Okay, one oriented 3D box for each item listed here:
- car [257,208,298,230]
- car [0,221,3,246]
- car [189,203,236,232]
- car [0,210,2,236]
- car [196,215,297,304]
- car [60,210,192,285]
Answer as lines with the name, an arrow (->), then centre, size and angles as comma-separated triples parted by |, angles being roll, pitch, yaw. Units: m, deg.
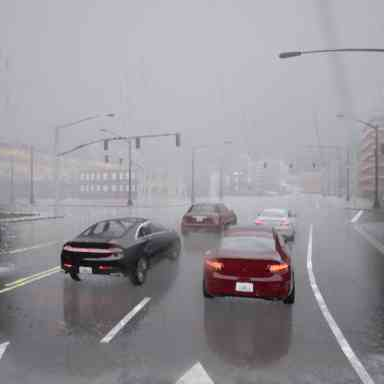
car -> 4.203, 1.522, 16.582 | 1.812, 1.442, 4.674 | 0, 0, 20
car -> -8.792, 1.350, 11.130 | 2.097, 1.767, 4.553 | 0, 0, 16
car -> 1.057, 1.348, 18.046 | 2.097, 1.767, 4.553 | 0, 0, 19
car -> -11.321, 1.598, 15.045 | 1.895, 1.301, 4.718 | 0, 0, 18
car -> 1.458, 1.524, 8.150 | 1.812, 1.442, 4.674 | 0, 0, 13
car -> -1.724, 1.489, 9.599 | 2.128, 1.511, 4.902 | 0, 0, 14
